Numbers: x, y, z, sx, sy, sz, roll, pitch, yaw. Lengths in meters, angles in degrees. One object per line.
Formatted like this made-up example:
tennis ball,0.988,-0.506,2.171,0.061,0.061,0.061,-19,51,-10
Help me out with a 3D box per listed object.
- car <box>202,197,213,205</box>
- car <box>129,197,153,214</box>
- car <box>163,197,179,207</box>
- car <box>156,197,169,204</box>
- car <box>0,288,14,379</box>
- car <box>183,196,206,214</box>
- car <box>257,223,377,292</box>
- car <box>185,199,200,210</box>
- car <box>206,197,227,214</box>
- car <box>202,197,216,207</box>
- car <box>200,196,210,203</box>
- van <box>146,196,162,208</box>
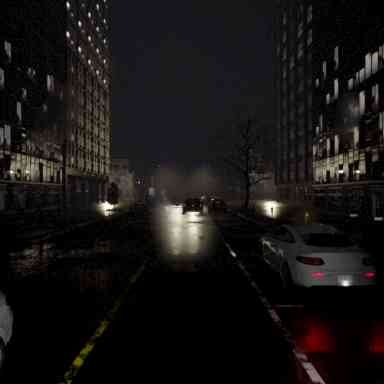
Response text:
car,2.697,1.599,58.780,1.887,1.381,4.507,0,0,0
car,-5.685,1.561,35.858,1.752,1.417,4.829,0,0,0
car,-3.091,1.527,52.741,1.882,1.535,5.008,0,0,0
car,-5.684,1.610,64.489,2.008,1.369,4.403,0,0,0
car,-3.098,1.528,2.327,1.812,1.442,4.674,0,0,0
car,0.089,1.388,35.361,2.097,1.767,4.553,0,0,0
car,3.001,1.536,8.811,1.812,1.442,4.674,0,0,0
car,0.079,1.645,45.711,1.895,1.301,4.718,0,0,0
car,2.697,1.476,36.012,1.967,1.590,4.097,0,0,0
car,2.697,1.601,53.088,2.008,1.369,4.403,0,0,0
car,2.697,1.615,70.164,2.008,1.369,4.403,0,0,0
van,-5.683,1.387,47.413,1.690,1.788,3.998,0,0,0
